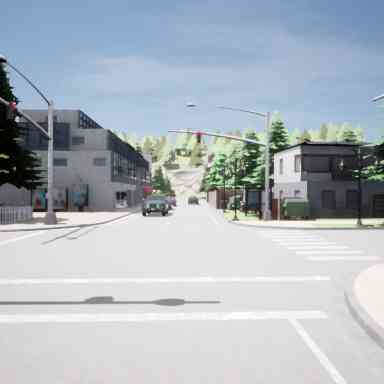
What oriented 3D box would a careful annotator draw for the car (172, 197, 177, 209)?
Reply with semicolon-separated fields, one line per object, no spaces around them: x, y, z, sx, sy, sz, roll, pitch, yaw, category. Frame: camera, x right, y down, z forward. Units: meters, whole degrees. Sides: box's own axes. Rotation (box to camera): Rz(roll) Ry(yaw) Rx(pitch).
-3.491;1.492;42.704;2.128;1.511;4.902;0;0;0;car

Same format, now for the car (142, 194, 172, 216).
-3.519;1.221;32.654;2.150;2.045;5.566;0;0;0;car

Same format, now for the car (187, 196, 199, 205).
0.251;1.505;59.507;1.837;1.490;4.892;0;0;0;car

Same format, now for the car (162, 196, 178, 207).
-3.448;1.492;52.972;2.128;1.511;4.902;0;0;0;car
